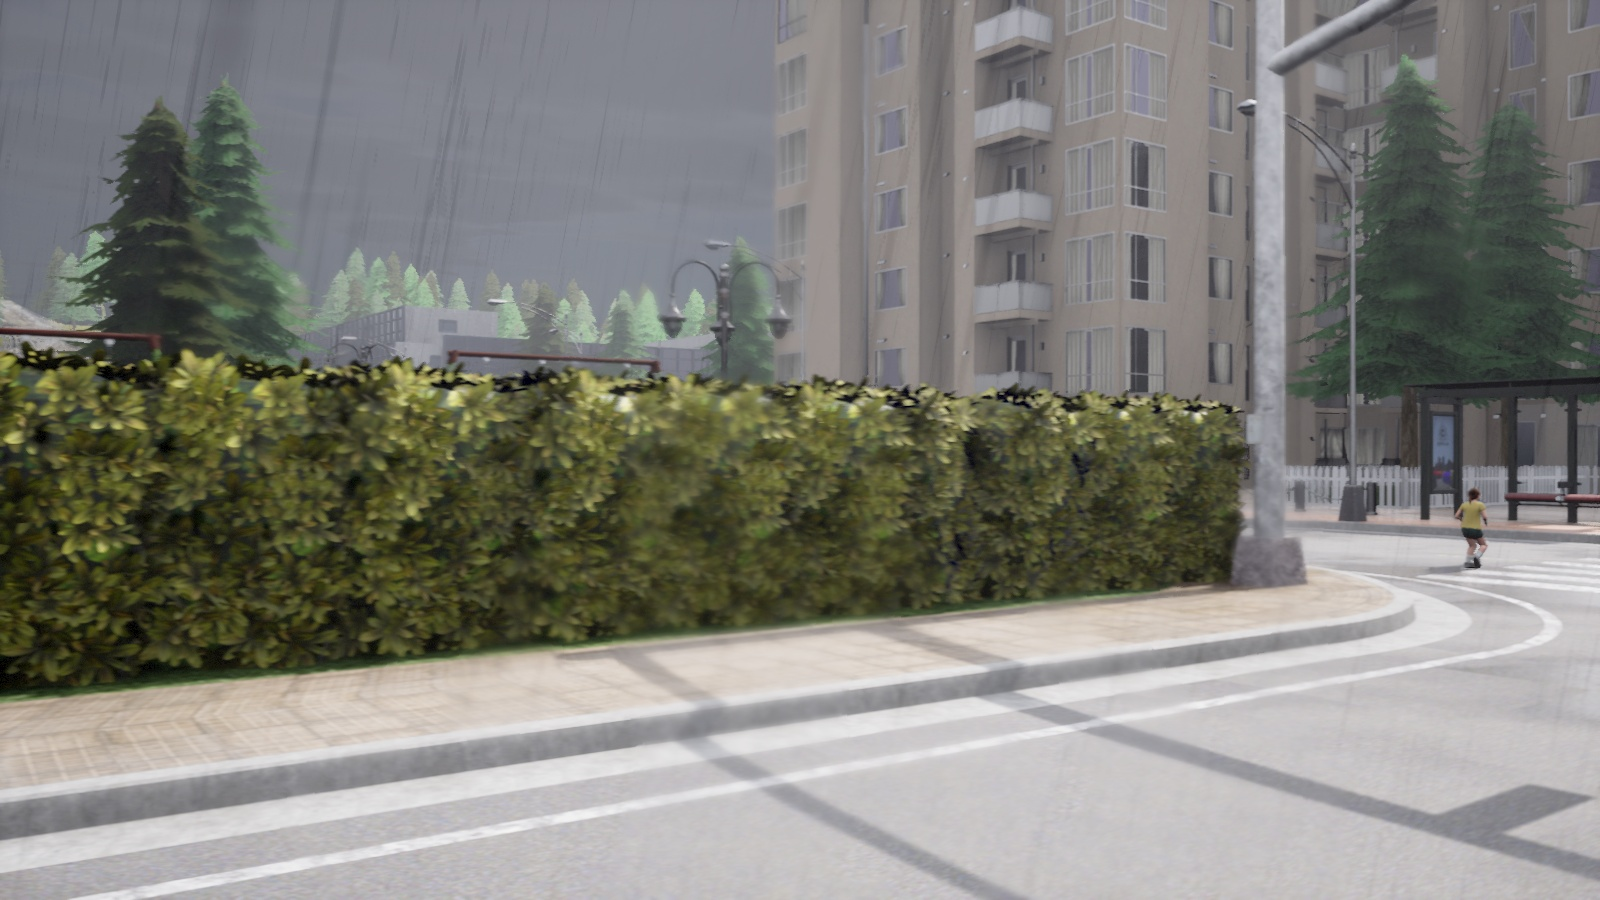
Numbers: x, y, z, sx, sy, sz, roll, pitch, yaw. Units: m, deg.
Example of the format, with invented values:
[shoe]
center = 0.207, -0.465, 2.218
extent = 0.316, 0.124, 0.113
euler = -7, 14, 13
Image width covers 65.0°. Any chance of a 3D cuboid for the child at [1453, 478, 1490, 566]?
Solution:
[child]
center = 8.674, 0.927, 16.224
extent = 0.394, 1.110, 0.255
euler = 0, 0, -32
